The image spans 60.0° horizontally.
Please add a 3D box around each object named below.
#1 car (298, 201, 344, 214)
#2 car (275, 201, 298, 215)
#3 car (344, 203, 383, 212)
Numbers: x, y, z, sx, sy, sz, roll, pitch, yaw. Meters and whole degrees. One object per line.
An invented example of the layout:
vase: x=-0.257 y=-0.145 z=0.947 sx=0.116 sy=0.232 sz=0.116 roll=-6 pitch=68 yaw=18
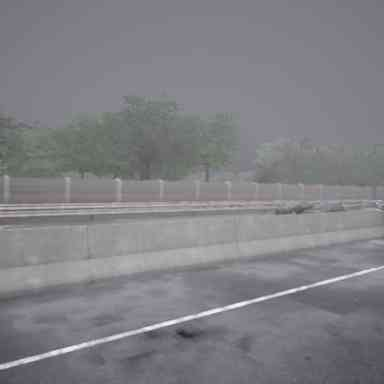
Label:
car: x=12.313 y=1.704 z=29.983 sx=5.357 sy=1.411 sz=2.033 roll=0 pitch=0 yaw=-35
car: x=10.358 y=1.634 z=32.883 sx=5.008 sy=1.535 sz=1.882 roll=0 pitch=0 yaw=-35
car: x=15.215 y=1.655 z=27.750 sx=4.902 sy=1.511 sz=2.128 roll=0 pitch=0 yaw=-35
